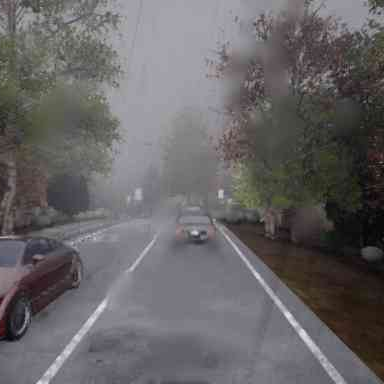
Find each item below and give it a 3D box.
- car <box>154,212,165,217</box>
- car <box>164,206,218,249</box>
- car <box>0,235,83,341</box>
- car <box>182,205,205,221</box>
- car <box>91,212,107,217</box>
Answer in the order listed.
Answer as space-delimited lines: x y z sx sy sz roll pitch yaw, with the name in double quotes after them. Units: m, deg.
-6.999 5.787 82.933 4.892 1.490 1.837 2 -5 -13 "car"
0.096 1.538 14.521 2.033 1.411 5.357 0 0 0 "car"
-3.600 1.556 6.328 1.994 1.385 4.181 0 0 0 "car"
0.184 2.036 32.503 2.033 1.411 5.357 0 -3 1 "car"
-19.402 4.875 69.630 1.812 1.442 4.674 -1 -5 8 "car"
